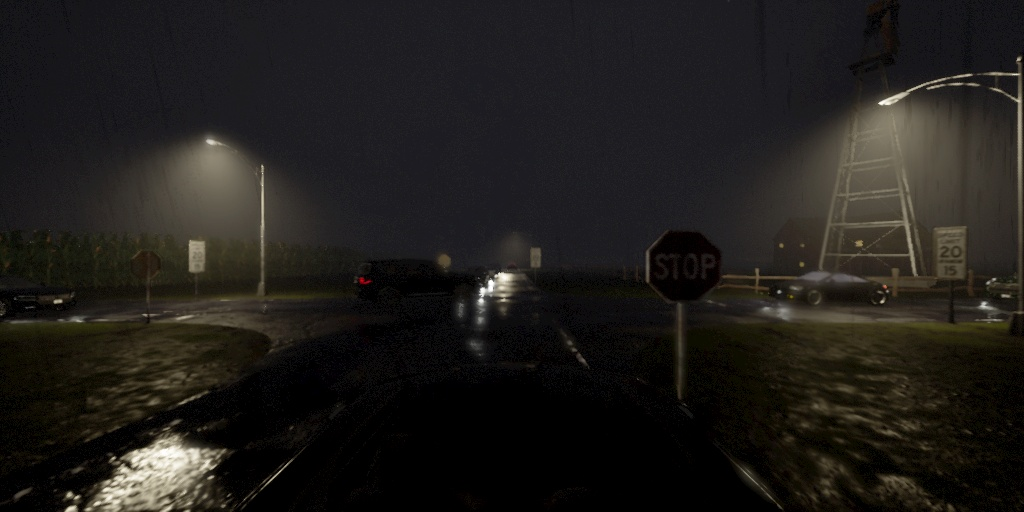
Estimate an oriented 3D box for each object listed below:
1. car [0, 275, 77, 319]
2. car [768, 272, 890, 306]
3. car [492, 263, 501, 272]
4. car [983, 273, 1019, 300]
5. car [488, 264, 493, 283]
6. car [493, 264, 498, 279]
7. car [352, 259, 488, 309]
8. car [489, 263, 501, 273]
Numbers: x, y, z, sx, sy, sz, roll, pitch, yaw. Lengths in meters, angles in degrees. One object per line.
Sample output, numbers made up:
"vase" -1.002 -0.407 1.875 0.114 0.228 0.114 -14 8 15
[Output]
"car" -19.692 1.458 13.599 5.008 1.535 1.882 0 0 0
"car" 13.977 1.415 15.994 4.181 1.385 1.994 0 0 3
"car" -2.814 1.858 49.262 2.033 1.411 5.357 0 -1 0
"car" 23.956 1.165 15.694 4.553 1.767 2.097 0 0 2
"car" -2.886 1.585 29.170 1.837 1.490 4.892 0 -1 2
"car" -2.834 1.793 38.948 1.895 1.301 4.718 0 -1 0
"car" -4.199 1.149 16.235 5.566 2.045 2.150 0 0 -32
"car" -2.786 1.906 59.736 1.882 1.535 5.008 0 -1 0
